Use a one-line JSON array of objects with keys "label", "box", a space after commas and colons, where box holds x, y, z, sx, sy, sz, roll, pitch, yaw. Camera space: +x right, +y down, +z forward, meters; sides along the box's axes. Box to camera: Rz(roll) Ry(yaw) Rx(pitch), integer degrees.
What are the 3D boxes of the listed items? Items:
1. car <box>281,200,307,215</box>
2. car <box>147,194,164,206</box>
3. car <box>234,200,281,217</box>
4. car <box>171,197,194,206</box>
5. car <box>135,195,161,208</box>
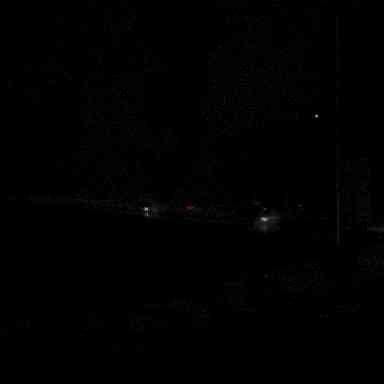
[{"label": "car", "box": [9.373, 1.518, 34.199, 2.128, 1.511, 4.902, -1, 0, -35]}, {"label": "car", "box": [-6.576, 1.577, 56.622, 1.837, 1.490, 4.892, -1, 0, -35]}, {"label": "car", "box": [6.133, 1.579, 32.897, 1.812, 1.442, 4.674, -1, 0, -35]}, {"label": "car", "box": [-1.572, 1.543, 55.136, 1.837, 1.490, 4.892, -1, 0, -35]}, {"label": "car", "box": [-7.219, 1.614, 51.726, 1.812, 1.442, 4.674, -1, 0, -35]}]
